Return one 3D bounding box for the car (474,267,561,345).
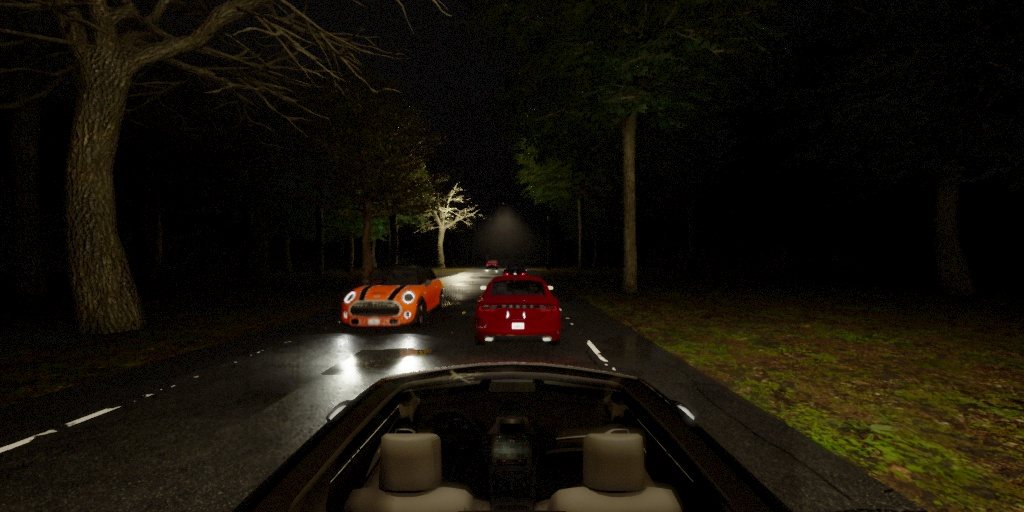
[{"bbox_3d":[0.130,1.235,9.559,1.882,1.535,5.008,0,0,0],"label":"car"}]

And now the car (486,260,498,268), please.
[{"bbox_3d":[-3.280,1.442,59.803,1.882,1.535,5.008,0,-1,1],"label":"car"}]

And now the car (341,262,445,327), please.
[{"bbox_3d":[-3.561,1.111,11.520,2.097,1.767,4.553,0,0,0],"label":"car"}]

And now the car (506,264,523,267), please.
[{"bbox_3d":[0.209,1.352,28.294,2.033,1.411,5.357,0,0,0],"label":"car"}]
